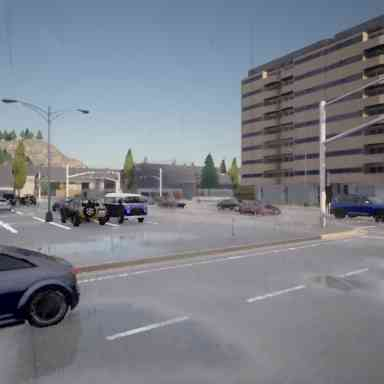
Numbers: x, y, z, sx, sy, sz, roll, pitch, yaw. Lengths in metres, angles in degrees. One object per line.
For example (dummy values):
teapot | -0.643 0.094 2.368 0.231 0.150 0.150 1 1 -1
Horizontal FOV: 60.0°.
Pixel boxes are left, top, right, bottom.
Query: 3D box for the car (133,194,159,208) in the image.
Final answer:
car | -8.433 1.603 59.056 2.033 1.411 5.357 0 0 -35

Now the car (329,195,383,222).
car | 14.074 1.272 27.238 2.150 2.045 5.566 0 0 -35

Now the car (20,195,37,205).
car | -27.292 1.209 55.329 1.932 1.855 4.605 0 0 -35

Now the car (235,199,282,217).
car | 6.506 1.620 31.848 1.994 1.385 4.181 0 0 -35

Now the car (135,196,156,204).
car | -9.309 1.547 66.534 2.128 1.511 4.902 0 0 -35

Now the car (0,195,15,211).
car | -21.832 1.451 37.872 1.970 1.475 3.806 0 0 -35

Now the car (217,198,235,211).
car | 5.040 1.559 39.953 1.837 1.490 4.892 0 0 -35

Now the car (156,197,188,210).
car | -2.501 1.656 44.533 1.895 1.301 4.718 0 0 -35

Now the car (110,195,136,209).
car | -12.127 1.711 58.241 1.895 1.301 4.718 0 0 -35

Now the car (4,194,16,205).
car | -29.688 1.212 53.706 1.905 1.878 3.866 0 0 -35

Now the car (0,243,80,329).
car | -4.054 1.564 5.431 4.181 1.385 1.994 0 0 -36
